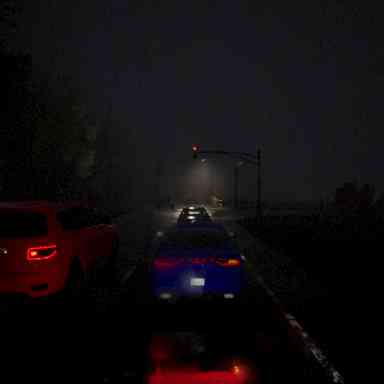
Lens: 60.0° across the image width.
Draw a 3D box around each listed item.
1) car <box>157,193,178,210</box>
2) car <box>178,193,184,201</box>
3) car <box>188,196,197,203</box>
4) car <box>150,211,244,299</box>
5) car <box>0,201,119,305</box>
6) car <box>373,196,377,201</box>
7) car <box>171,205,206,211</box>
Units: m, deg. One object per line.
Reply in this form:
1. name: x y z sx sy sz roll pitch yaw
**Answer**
1. car: -3.384 1.360 43.640 2.097 1.767 4.553 0 0 0
2. car: -3.471 1.228 86.836 2.150 2.045 5.566 0 0 0
3. car: 0.122 1.511 68.281 1.837 1.490 4.892 0 0 0
4. car: 0.103 1.480 8.501 1.882 1.535 5.008 0 0 0
5. car: -3.396 1.223 8.229 2.150 2.045 5.566 0 0 0
6. car: 19.916 1.498 40.730 5.566 2.045 2.150 1 -1 0
7. car: 0.110 1.553 18.177 2.033 1.411 5.357 0 0 0
